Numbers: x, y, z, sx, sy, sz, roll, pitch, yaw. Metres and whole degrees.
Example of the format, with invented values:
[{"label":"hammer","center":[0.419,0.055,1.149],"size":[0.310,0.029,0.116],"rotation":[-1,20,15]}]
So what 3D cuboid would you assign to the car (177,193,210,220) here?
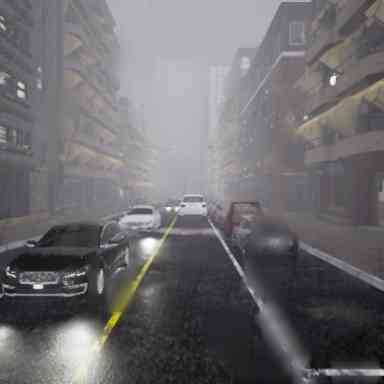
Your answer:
[{"label":"car","center":[0.108,1.213,27.750],"size":[2.150,2.045,5.566],"rotation":[0,0,0]}]

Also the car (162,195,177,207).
[{"label":"car","center":[-2.825,1.540,49.146],"size":[1.994,1.385,4.181],"rotation":[0,0,0]}]

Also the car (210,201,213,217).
[{"label":"car","center":[2.557,1.541,23.268],"size":[2.008,1.369,4.403],"rotation":[-1,0,0]}]

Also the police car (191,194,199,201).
[{"label":"police car","center":[0.827,1.378,83.110],"size":[1.930,1.638,5.238],"rotation":[0,0,0]}]

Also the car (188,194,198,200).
[{"label":"car","center":[0.226,1.423,92.799],"size":[1.882,1.535,5.008],"rotation":[0,0,-11]}]

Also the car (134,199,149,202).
[{"label":"car","center":[-5.325,1.425,34.345],"size":[1.967,1.590,4.097],"rotation":[-1,0,0]}]

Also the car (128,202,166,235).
[{"label":"car","center":[-2.810,1.518,18.985],"size":[1.812,1.442,4.674],"rotation":[0,0,1]}]

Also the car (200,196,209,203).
[{"label":"car","center":[2.557,1.489,67.830],"size":[1.752,1.417,4.829],"rotation":[-1,0,0]}]

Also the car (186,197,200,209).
[{"label":"car","center":[0.099,1.503,44.798],"size":[1.812,1.442,4.674],"rotation":[0,0,0]}]

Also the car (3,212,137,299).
[{"label":"car","center":[-2.842,1.502,8.589],"size":[1.837,1.490,4.892],"rotation":[0,0,0]}]

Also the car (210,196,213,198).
[{"label":"car","center":[2.557,1.547,39.915],"size":[1.947,1.339,4.313],"rotation":[-1,0,0]}]

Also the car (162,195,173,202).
[{"label":"car","center":[-5.324,1.400,73.189],"size":[1.967,1.590,4.097],"rotation":[-1,0,0]}]

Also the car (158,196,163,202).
[{"label":"car","center":[-5.323,1.493,61.921],"size":[1.752,1.417,4.829],"rotation":[-1,0,0]}]

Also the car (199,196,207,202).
[{"label":"car","center":[2.558,1.538,78.758],"size":[1.802,1.307,4.206],"rotation":[-1,0,0]}]

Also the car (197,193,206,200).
[{"label":"car","center":[2.555,1.263,89.856],"size":[2.192,1.841,5.009],"rotation":[-1,0,0]}]

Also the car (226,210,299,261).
[{"label":"car","center":[2.557,1.561,12.170],"size":[1.947,1.339,4.313],"rotation":[-1,0,0]}]

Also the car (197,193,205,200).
[{"label":"car","center":[2.555,1.258,95.405],"size":[2.192,1.841,5.009],"rotation":[-1,0,0]}]

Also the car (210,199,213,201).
[{"label":"car","center":[2.557,1.569,28.817],"size":[1.802,1.307,4.206],"rotation":[-1,0,0]}]

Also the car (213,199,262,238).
[{"label":"car","center":[2.554,1.307,17.719],"size":[2.192,1.841,5.009],"rotation":[-1,0,0]}]
